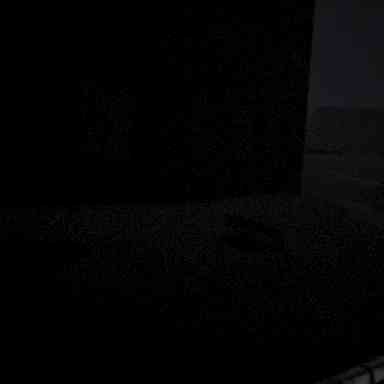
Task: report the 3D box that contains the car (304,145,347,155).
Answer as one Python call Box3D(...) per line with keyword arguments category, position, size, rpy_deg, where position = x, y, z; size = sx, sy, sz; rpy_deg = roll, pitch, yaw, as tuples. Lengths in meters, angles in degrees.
Box3D(category="car", position=(14.646, -4.342, 36.705), size=(4.553, 1.767, 2.185), rpy_deg=(4, -1, 9))
